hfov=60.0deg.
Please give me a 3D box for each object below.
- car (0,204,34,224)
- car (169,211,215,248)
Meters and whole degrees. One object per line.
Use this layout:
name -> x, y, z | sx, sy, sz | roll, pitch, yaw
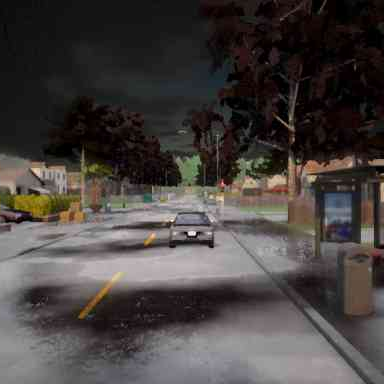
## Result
car -> -12.884, 1.352, 20.750 | 5.357, 1.415, 2.033 | 0, 0, 3
car -> 0.000, 1.560, 14.650 | 2.033, 1.411, 5.357 | 0, 0, 0
